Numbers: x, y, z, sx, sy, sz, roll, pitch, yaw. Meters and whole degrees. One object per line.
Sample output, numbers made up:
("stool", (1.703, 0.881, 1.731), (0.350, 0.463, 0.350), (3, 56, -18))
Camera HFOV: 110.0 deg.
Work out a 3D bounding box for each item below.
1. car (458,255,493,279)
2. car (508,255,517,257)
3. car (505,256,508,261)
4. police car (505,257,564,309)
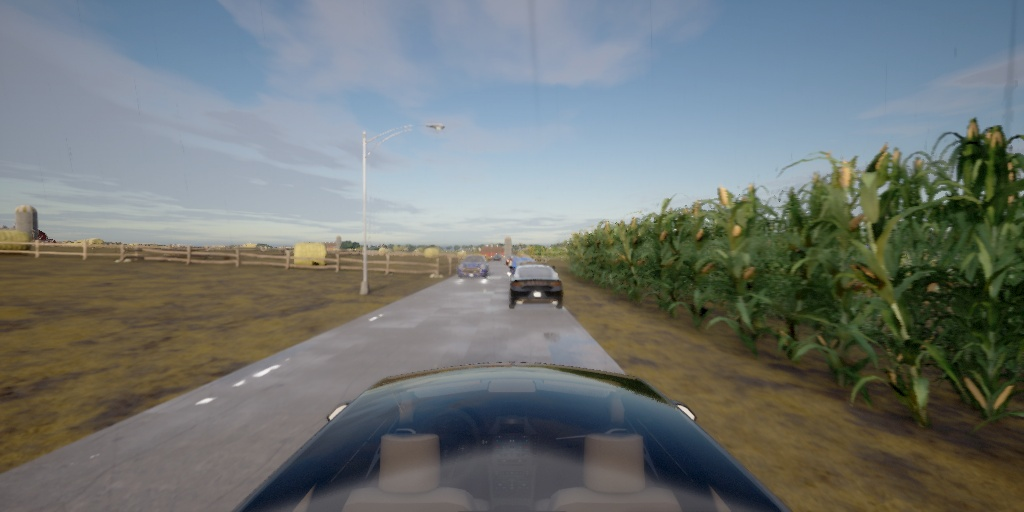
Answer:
("car", (-2.835, 0.732, 27.368), (2.097, 1.767, 4.553), (0, 1, 0))
("car", (0.827, 0.909, 24.048), (1.882, 1.535, 5.008), (0, 1, 0))
("car", (0.029, 0.620, 51.328), (1.895, 1.301, 4.718), (0, 1, 0))
("police car", (0.826, 1.001, 14.158), (1.930, 1.638, 5.238), (0, 1, 0))
